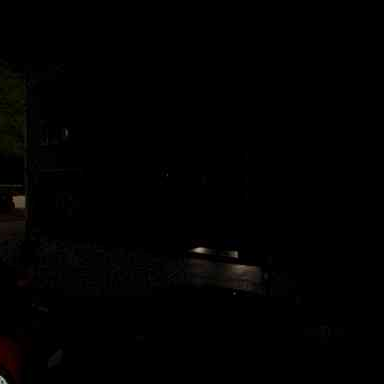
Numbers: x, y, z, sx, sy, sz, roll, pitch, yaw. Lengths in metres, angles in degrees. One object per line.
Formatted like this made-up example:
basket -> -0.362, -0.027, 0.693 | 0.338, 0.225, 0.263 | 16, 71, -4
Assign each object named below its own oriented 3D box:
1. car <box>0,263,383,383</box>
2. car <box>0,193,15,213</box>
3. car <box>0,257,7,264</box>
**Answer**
car -> -0.067, 1.545, 2.860 | 4.507, 1.381, 1.887 | 0, 0, 35
car -> -20.515, 1.122, 32.795 | 2.150, 2.045, 5.566 | 0, 0, 35
car -> -4.565, 1.582, 6.056 | 4.206, 1.307, 1.802 | 0, 0, 35
